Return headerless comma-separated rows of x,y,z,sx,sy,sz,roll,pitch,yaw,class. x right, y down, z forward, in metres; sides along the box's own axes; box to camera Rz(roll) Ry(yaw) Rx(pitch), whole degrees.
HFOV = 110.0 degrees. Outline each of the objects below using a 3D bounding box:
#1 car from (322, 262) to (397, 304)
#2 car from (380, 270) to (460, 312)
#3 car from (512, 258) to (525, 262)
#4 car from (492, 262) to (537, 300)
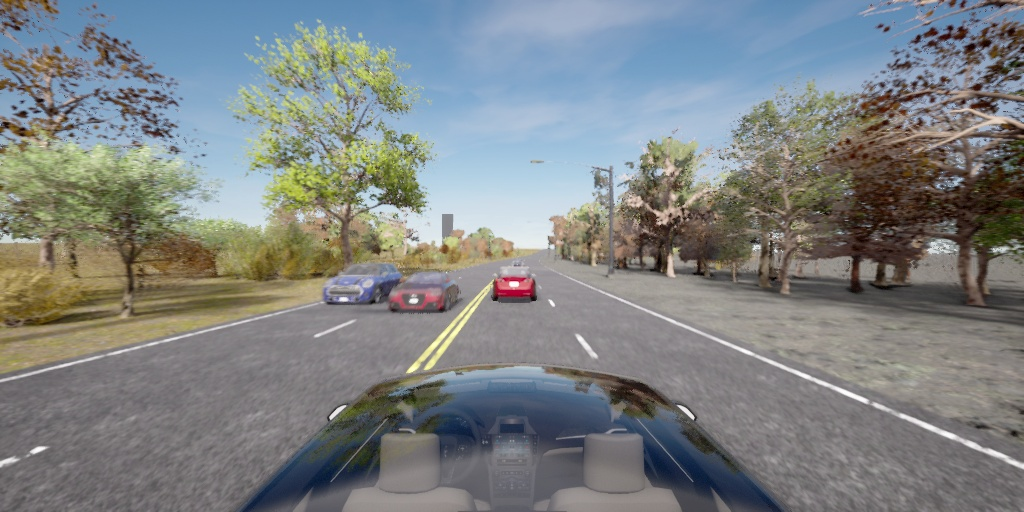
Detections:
-6.472,1.085,16.118,2.097,1.767,4.553,0,0,1,car
-3.255,1.303,13.939,1.994,1.385,4.181,0,0,1,car
0.737,1.295,46.438,1.895,1.301,4.718,0,0,1,car
0.123,1.239,17.489,2.163,1.488,4.792,0,0,1,car
